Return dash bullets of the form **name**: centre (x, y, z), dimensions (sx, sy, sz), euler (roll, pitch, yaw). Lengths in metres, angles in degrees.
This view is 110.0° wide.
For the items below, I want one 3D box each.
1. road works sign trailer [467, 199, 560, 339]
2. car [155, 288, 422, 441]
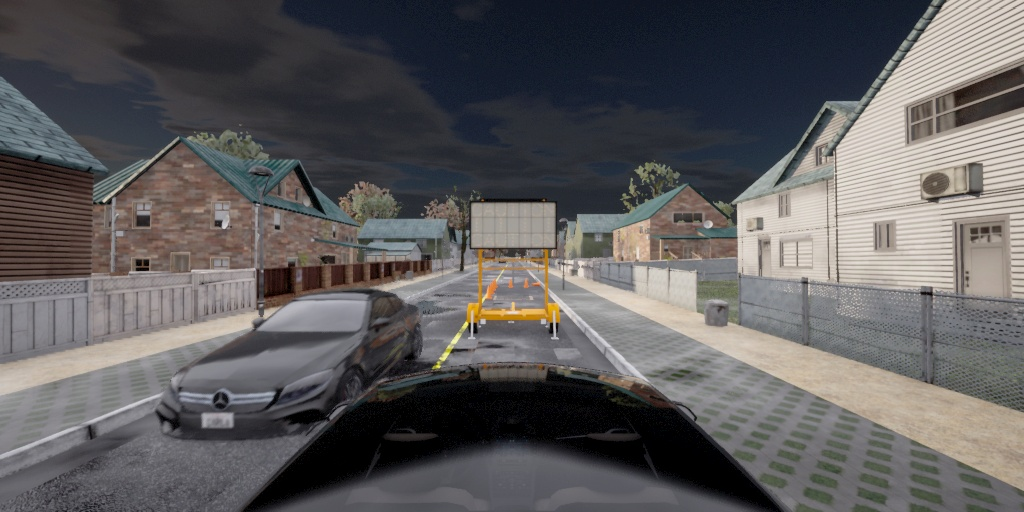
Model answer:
- **road works sign trailer**: centre (0.035, 0.217, 10.013), dimensions (2.380, 3.560, 2.880), euler (0, 0, 0)
- **car**: centre (-2.730, 1.277, 5.668), dimensions (1.812, 1.442, 4.674), euler (0, 0, 0)
